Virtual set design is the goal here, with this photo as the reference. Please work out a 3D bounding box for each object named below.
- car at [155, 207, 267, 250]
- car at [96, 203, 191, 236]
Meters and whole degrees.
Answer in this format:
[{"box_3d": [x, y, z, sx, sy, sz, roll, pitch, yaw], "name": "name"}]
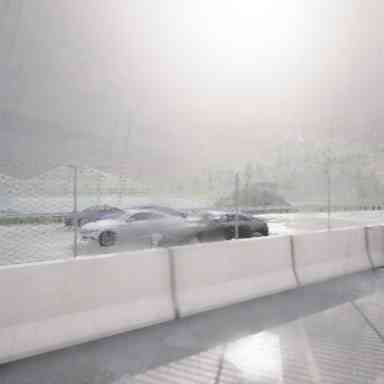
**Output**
[{"box_3d": [0.790, 1.468, 12.785, 4.902, 1.511, 2.128, 0, 0, -33], "name": "car"}, {"box_3d": [-2.662, 1.439, 18.886, 5.008, 1.535, 1.882, 0, 0, -32], "name": "car"}]
